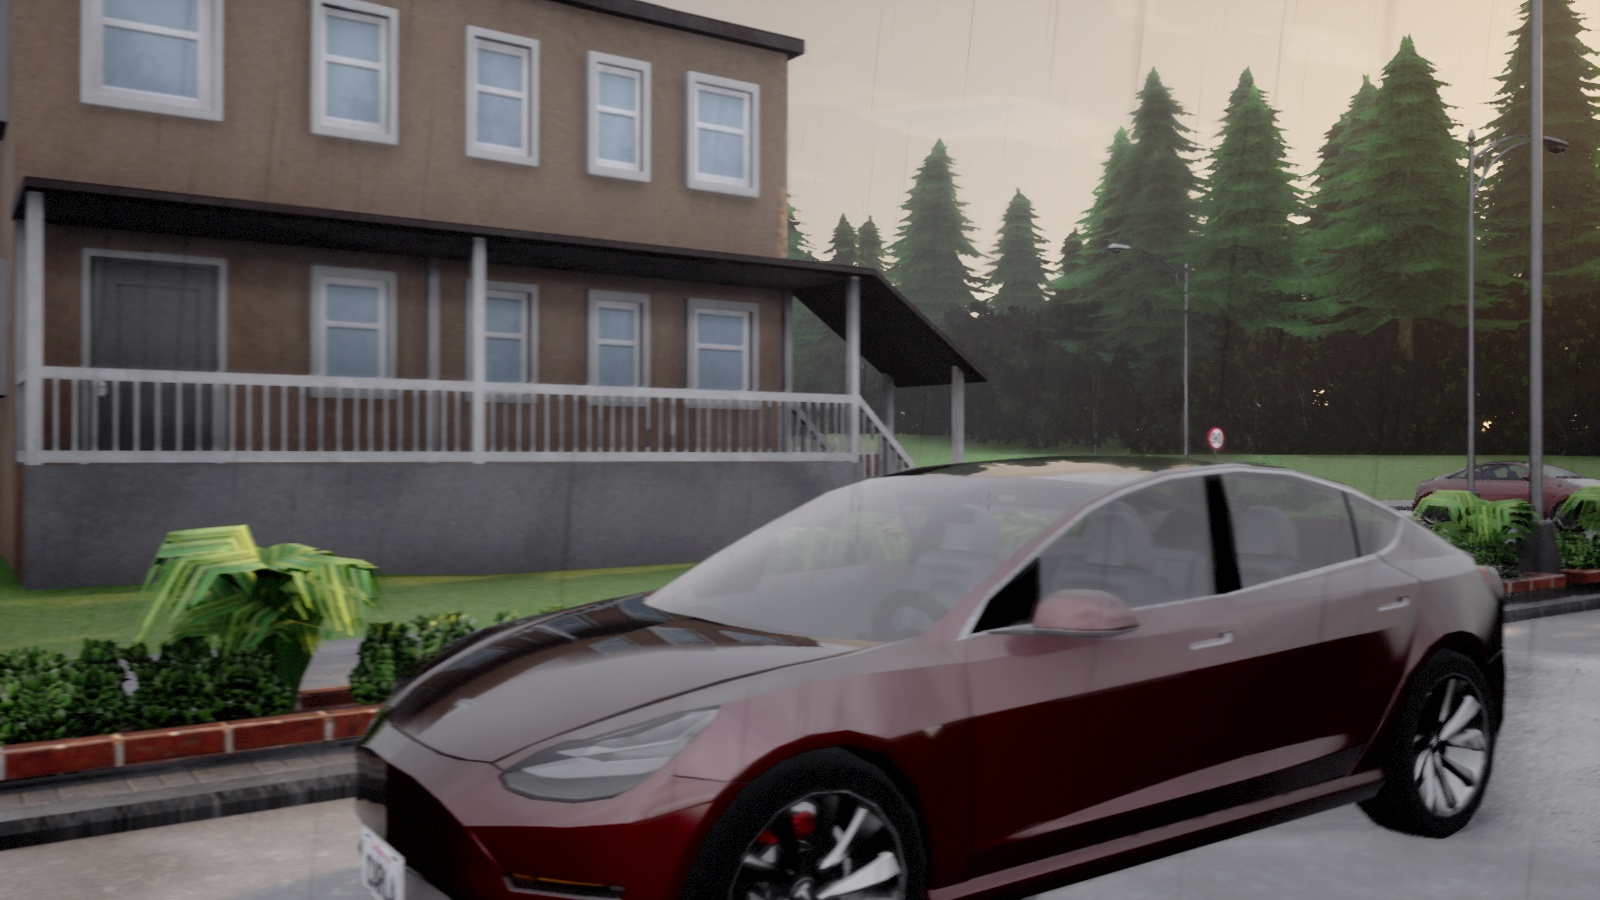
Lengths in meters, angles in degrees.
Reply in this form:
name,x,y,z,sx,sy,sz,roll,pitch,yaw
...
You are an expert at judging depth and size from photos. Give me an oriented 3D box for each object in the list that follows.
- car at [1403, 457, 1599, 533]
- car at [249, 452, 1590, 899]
name,x,y,z,sx,sy,sz,roll,pitch,yaw
car,14.644,0.840,25.176,1.994,1.385,4.181,0,0,-35
car,0.706,0.755,4.759,4.792,1.488,2.163,0,0,-35
